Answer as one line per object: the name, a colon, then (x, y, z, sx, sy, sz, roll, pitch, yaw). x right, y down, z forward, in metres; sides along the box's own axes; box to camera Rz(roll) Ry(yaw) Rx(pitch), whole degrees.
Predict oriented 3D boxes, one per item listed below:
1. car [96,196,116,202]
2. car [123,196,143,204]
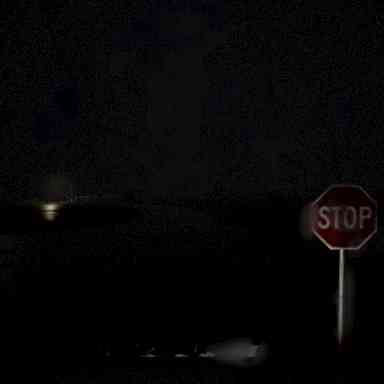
car: (-17.539, 1.503, 67.833, 4.718, 1.301, 1.895, -1, 1, 42)
car: (-10.671, 1.399, 59.965, 1.882, 1.535, 5.008, -1, 0, -37)
